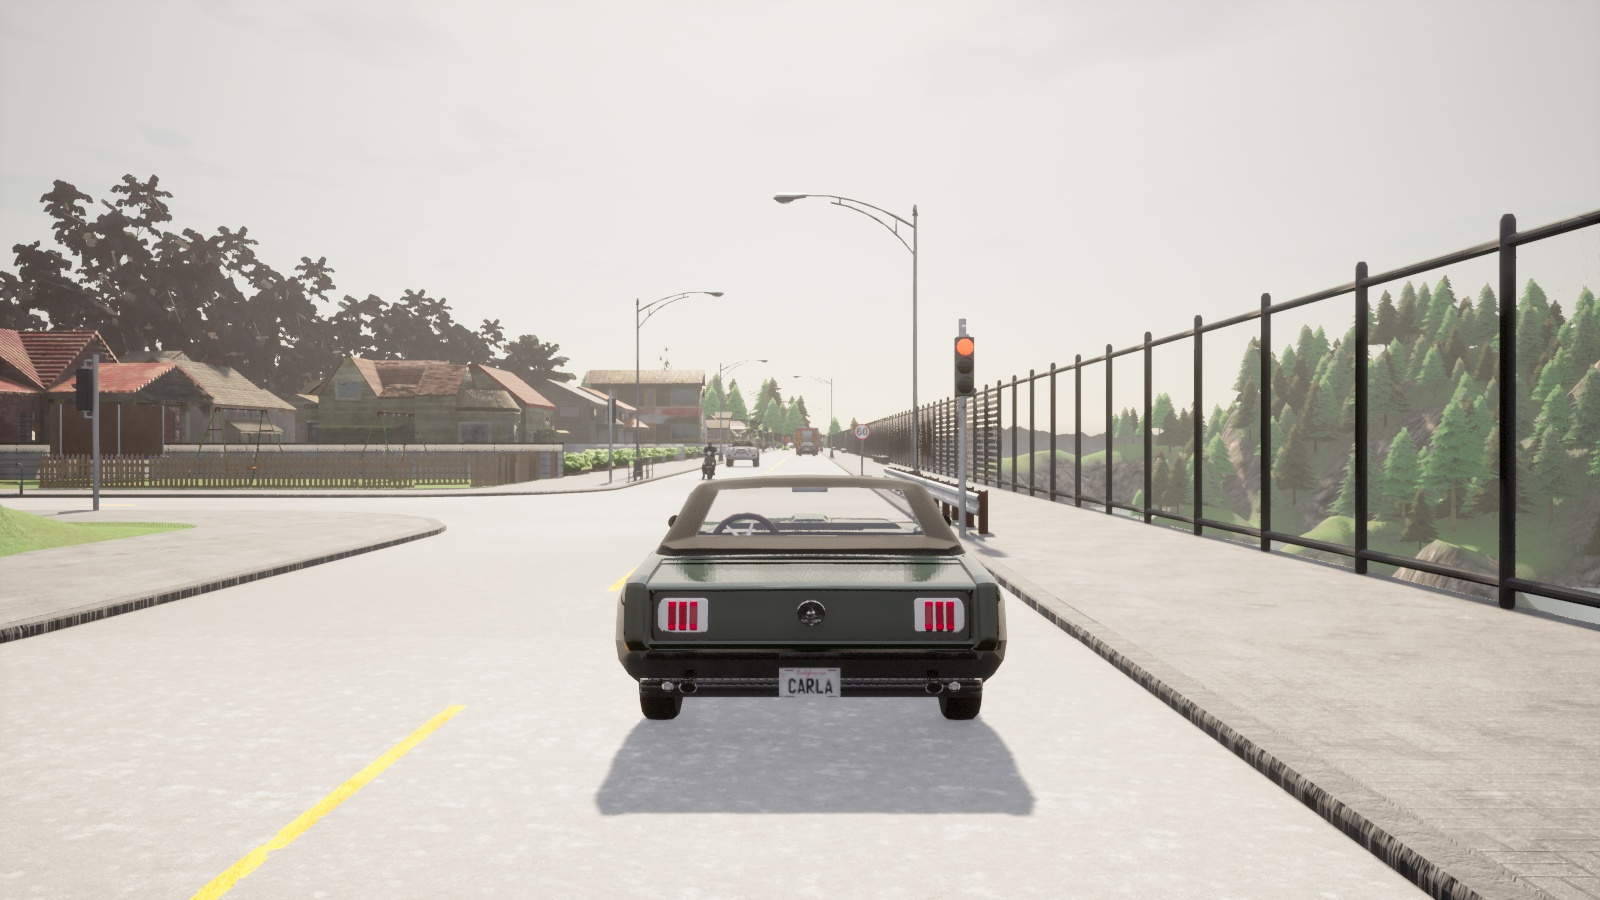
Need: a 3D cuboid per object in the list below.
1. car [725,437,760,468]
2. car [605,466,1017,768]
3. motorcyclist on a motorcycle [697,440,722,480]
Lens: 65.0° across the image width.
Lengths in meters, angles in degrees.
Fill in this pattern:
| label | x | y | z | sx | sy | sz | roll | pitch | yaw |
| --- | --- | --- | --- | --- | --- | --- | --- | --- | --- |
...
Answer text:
| label | x | y | z | sx | sy | sz | roll | pitch | yaw |
| --- | --- | --- | --- | --- | --- | --- | --- | --- | --- |
| car | -3.533 | 0.120 | 77.968 | 1.932 | 1.855 | 4.605 | 0 | 0 | 0 |
| car | 0.062 | 0.801 | 8.138 | 1.895 | 1.301 | 4.718 | 0 | 0 | 0 |
| motorcyclist on a motorcycle | -3.688 | 0.407 | 51.439 | 0.866 | 1.590 | 1.817 | 0 | 0 | 0 |
